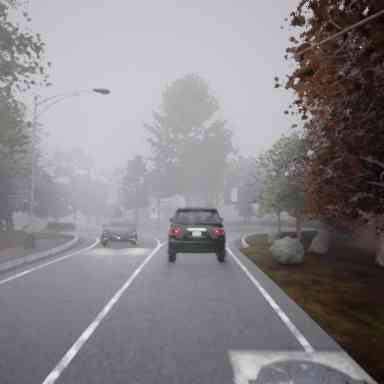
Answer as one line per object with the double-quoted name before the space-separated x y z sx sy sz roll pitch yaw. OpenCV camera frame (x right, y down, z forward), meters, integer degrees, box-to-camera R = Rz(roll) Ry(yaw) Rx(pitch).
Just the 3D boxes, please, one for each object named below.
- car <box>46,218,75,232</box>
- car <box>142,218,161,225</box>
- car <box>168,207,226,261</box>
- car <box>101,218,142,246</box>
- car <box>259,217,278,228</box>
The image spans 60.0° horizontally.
"car" -14.891 3.696 37.560 1.882 1.535 5.008 3 -6 -42
"car" -8.643 5.831 64.646 5.357 1.411 2.033 2 -5 -16
"car" 0.194 1.688 14.219 2.150 2.045 5.566 0 -3 1
"car" -4.104 2.285 19.545 1.837 1.490 4.892 1 -4 -8
"car" 12.590 4.934 54.131 2.097 1.767 4.553 1 -5 -14
